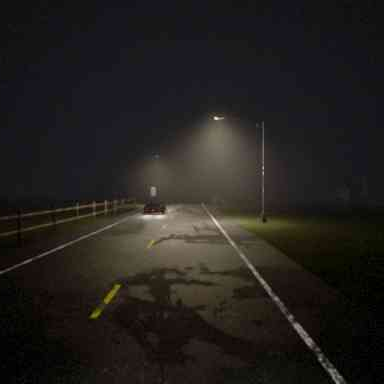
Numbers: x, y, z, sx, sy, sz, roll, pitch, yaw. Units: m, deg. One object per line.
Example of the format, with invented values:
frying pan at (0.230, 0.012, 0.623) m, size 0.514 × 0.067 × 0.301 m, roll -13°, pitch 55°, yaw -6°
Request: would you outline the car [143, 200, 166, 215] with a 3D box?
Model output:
car at (-3.605, 1.485, 32.780) m, size 1.994 × 1.385 × 4.181 m, roll 0°, pitch 0°, yaw 0°
